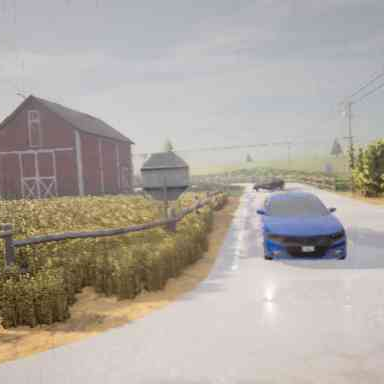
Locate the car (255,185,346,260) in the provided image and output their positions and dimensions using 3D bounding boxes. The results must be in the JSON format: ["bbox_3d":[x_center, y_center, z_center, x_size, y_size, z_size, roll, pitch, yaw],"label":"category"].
[{"bbox_3d":[2.915,0.785,9.595,1.882,1.535,5.008,-2,3,10],"label":"car"}]

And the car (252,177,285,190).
[{"bbox_3d":[8.153,-0.824,34.779,2.033,1.411,5.357,-1,4,34],"label":"car"}]
